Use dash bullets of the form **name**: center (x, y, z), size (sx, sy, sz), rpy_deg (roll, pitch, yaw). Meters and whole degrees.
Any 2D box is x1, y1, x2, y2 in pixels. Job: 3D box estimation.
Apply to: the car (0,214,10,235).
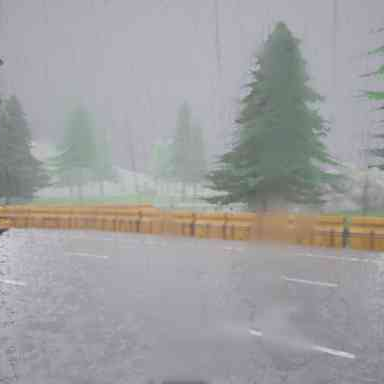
- **car**: center (-11.813, 1.524, 17.148), size (5.008, 1.535, 1.882), rpy_deg (0, 0, 19)
